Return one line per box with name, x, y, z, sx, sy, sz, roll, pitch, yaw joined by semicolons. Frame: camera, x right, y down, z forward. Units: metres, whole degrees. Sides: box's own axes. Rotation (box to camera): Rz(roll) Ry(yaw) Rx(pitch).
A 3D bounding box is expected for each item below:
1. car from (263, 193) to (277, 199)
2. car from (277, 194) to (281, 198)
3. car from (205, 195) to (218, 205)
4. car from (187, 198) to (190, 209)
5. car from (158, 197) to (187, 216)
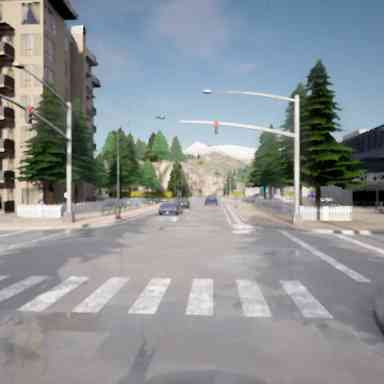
car;19.275;1.154;83.042;1.845;1.501;3.633;0;0;5
car;22.860;1.143;90.191;1.970;1.475;3.806;0;0;5
car;3.197;1.218;54.549;2.097;1.767;4.553;0;0;4
car;-1.261;1.394;42.681;2.128;1.511;4.902;0;0;4
car;-2.006;1.481;32.624;2.033;1.411;5.357;0;0;4
